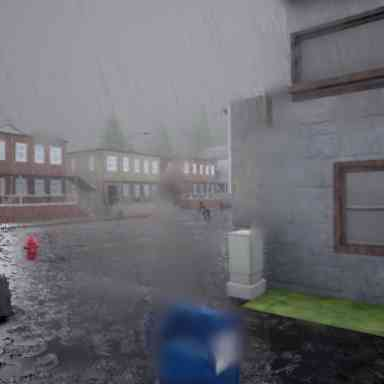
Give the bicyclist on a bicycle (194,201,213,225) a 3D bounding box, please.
[{"bbox_3d":[0.771,1.488,23.422,1.656,1.620,0.582,-1,-1,36],"label":"bicyclist on a bicycle"}]
